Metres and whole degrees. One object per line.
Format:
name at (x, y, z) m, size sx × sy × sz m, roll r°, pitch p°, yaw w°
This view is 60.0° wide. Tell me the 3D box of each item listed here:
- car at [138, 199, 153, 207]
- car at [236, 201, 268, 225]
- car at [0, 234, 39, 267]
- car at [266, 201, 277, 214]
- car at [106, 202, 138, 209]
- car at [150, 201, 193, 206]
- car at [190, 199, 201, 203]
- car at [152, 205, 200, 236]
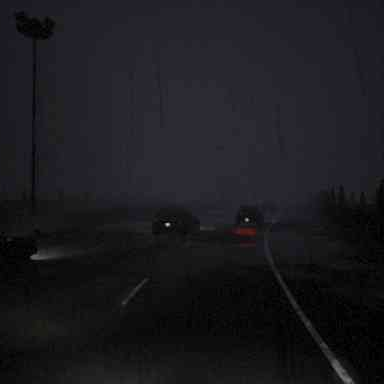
car at (-7.965, 1.989, 55.997) m, size 1.837 × 1.490 × 4.892 m, roll 0°, pitch -1°, yaw 18°
car at (4.566, 1.709, 25.778) m, size 1.837 × 1.490 × 4.892 m, roll 0°, pitch 0°, yaw 17°
car at (-6.311, 1.587, 8.720) m, size 2.033 × 1.411 × 5.357 m, roll 0°, pitch 0°, yaw 6°
car at (9.581, 1.899, 41.603) m, size 1.812 × 1.442 × 4.674 m, roll 0°, pitch -1°, yaw 18°
car at (-8.982, 1.889, 41.660) m, size 1.994 × 1.385 × 4.181 m, roll 0°, pitch -1°, yaw 18°
car at (-1.693, 1.785, 29.230) m, size 1.994 × 1.385 × 4.181 m, roll 0°, pitch -1°, yaw 17°
car at (0.478, 2.085, 59.314) m, size 1.837 × 1.490 × 4.892 m, roll 0°, pitch -1°, yaw 18°
car at (-0.814, 1.700, 19.480) m, size 1.994 × 1.385 × 4.181 m, roll 0°, pitch 0°, yaw 13°
